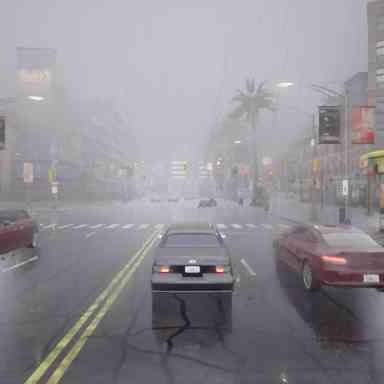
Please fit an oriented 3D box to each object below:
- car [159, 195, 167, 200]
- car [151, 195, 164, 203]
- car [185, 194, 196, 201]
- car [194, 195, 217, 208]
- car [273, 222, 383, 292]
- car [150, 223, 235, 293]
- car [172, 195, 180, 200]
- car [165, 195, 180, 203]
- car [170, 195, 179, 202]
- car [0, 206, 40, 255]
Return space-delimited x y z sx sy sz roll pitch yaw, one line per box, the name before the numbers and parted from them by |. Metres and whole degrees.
car | -7.824 1.595 90.598 1.895 1.301 4.718 0 0 -1
car | -7.643 1.524 71.178 1.812 1.442 4.674 0 0 -1
car | -0.743 1.525 82.126 2.128 1.511 4.902 0 0 -1
car | 2.252 1.526 47.932 1.812 1.442 4.674 0 0 18
car | 3.498 1.526 8.805 1.812 1.442 4.674 0 0 0
car | -0.001 1.547 8.961 2.033 1.411 5.357 0 0 0
car | -4.326 1.500 90.963 1.837 1.490 4.892 0 0 -1
car | -4.148 1.478 71.718 1.882 1.535 5.008 0 0 -1
car | -4.232 1.524 80.913 1.812 1.442 4.674 0 0 -1
car | -7.209 1.352 11.586 2.097 1.767 4.553 0 0 -1
